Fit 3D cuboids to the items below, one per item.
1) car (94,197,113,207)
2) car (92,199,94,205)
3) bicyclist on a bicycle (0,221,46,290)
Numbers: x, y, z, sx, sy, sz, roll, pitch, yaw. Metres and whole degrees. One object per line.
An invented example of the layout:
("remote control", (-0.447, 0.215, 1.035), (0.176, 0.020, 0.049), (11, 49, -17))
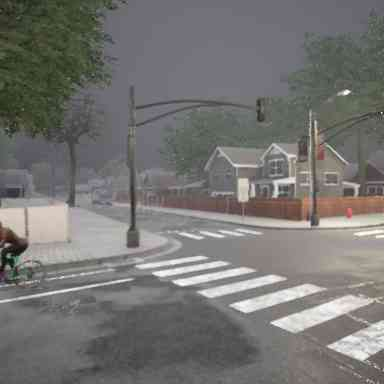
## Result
("car", (-14.760, 1.694, 56.363), (2.033, 1.411, 5.357), (-1, 0, -24))
("car", (-17.536, 1.678, 62.350), (1.837, 1.490, 4.892), (-1, 0, -25))
("bicyclist on a bicycle", (-4.116, 1.443, 7.340), (1.656, 1.620, 0.582), (-1, 1, -35))
